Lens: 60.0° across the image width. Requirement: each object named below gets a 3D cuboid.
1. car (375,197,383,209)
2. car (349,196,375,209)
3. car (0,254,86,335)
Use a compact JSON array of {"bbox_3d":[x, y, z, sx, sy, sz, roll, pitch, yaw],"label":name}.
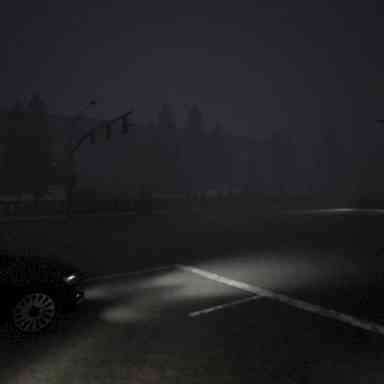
[{"bbox_3d":[23.186,1.059,37.705,4.553,1.767,2.097,0,0,-35],"label":"car"},{"bbox_3d":[21.090,1.199,40.509,4.902,1.511,2.128,0,0,-35],"label":"car"},{"bbox_3d":[-4.187,1.496,5.083,4.902,1.511,2.128,-1,0,-35],"label":"car"}]
